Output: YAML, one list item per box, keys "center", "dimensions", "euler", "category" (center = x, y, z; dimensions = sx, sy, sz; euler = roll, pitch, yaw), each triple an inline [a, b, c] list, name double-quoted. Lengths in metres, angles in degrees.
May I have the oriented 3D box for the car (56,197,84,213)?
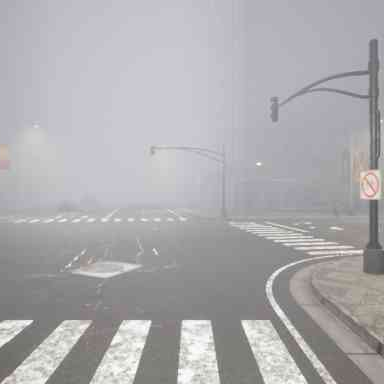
- center: [-13.812, 1.584, 37.399]
  dimensions: [1.994, 1.385, 4.181]
  euler: [0, 0, -9]
  category: "car"

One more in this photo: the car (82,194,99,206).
- center: [-16.532, 1.262, 54.308]
  dimensions: [2.150, 2.045, 5.566]
  euler: [0, 0, -9]
  category: "car"
